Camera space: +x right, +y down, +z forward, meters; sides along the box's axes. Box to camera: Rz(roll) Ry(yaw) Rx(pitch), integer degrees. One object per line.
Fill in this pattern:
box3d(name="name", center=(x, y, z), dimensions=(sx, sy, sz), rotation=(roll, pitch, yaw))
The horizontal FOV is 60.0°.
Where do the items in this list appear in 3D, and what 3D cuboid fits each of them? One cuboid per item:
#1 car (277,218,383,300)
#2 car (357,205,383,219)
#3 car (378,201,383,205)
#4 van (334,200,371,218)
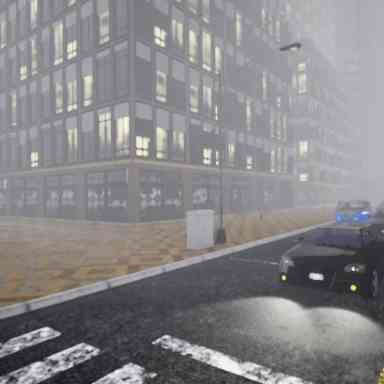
box3d(name="car", center=(3.818, 1.596, 8.618), dimensions=(1.994, 1.385, 4.181), rotation=(-1, -1, 37))
box3d(name="car", center=(9.892, 1.585, 16.598), dimensions=(1.994, 1.385, 4.181), rotation=(-1, -1, 37))
box3d(name="car", center=(20.669, 1.605, 35.002), dimensions=(1.947, 1.339, 4.313), rotation=(-1, 0, 37))
box3d(name="van", center=(10.596, 1.400, 21.785), dimensions=(1.690, 1.788, 3.998), rotation=(-1, 0, 37))
